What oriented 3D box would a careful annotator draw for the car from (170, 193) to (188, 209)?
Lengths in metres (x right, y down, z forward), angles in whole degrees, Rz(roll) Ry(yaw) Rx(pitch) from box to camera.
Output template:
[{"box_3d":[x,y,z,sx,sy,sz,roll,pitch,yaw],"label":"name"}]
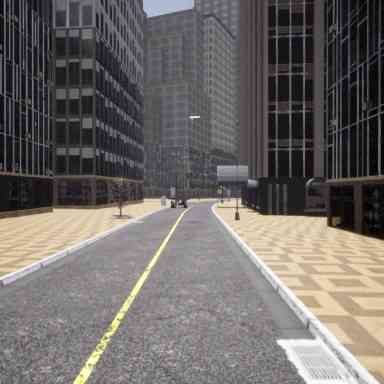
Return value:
[{"box_3d":[-1.747,1.228,47.525,2.150,2.045,5.566,0,0,4],"label":"car"}]
